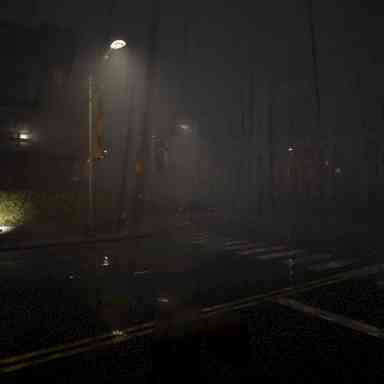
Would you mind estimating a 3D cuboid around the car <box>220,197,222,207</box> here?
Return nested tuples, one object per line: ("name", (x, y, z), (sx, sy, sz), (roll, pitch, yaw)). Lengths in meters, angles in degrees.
("car", (1.760, 1.478, 49.498), (1.882, 1.535, 5.008), (0, 0, -35))

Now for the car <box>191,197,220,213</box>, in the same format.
("car", (0.688, 1.564, 36.683), (1.994, 1.385, 4.181), (0, 0, -35))

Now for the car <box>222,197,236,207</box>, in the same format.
("car", (4.543, 1.547, 51.532), (2.033, 1.411, 5.357), (0, 0, -30))

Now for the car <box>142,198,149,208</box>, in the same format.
("car", (-5.113, 1.492, 45.110), (2.128, 1.511, 4.902), (0, 0, -34))

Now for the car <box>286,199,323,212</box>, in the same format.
("car", (13.227, 1.563, 39.212), (1.994, 1.385, 4.181), (0, 0, -36))

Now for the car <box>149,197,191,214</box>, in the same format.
("car", (-2.397, 1.526, 34.987), (1.812, 1.442, 4.674), (0, 0, -35))
